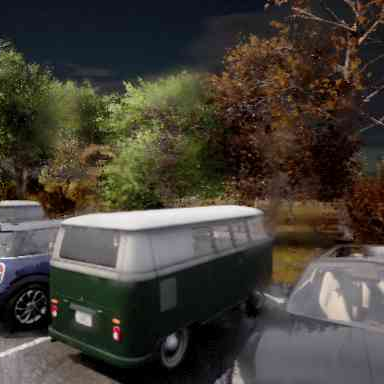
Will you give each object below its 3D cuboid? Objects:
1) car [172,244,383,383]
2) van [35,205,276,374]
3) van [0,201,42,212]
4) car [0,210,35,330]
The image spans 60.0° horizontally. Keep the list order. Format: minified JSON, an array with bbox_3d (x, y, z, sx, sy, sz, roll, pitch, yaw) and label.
[{"bbox_3d":[2.188,1.483,4.042,2.231,1.521,4.892,0,0,36],"label":"car"},{"bbox_3d":[-0.044,1.265,5.777,1.878,1.987,4.442,0,0,36],"label":"van"},{"bbox_3d":[-7.070,1.291,10.517,1.878,1.987,4.442,0,0,36],"label":"van"},{"bbox_3d":[-2.527,1.374,7.372,2.185,1.767,4.553,0,0,36],"label":"car"}]
